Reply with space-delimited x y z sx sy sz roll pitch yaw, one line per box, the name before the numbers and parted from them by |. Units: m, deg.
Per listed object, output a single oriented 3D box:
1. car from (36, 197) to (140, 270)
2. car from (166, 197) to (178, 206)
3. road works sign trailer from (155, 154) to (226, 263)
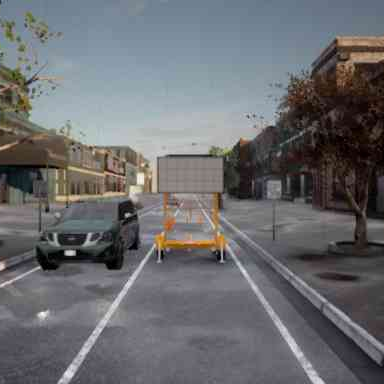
car | -3.144 1.215 11.318 2.150 2.045 5.566 0 0 0
car | -3.301 1.489 53.547 1.994 1.385 4.181 0 0 0
road works sign trailer | -0.046 0.458 11.971 2.380 3.560 2.880 0 0 0
